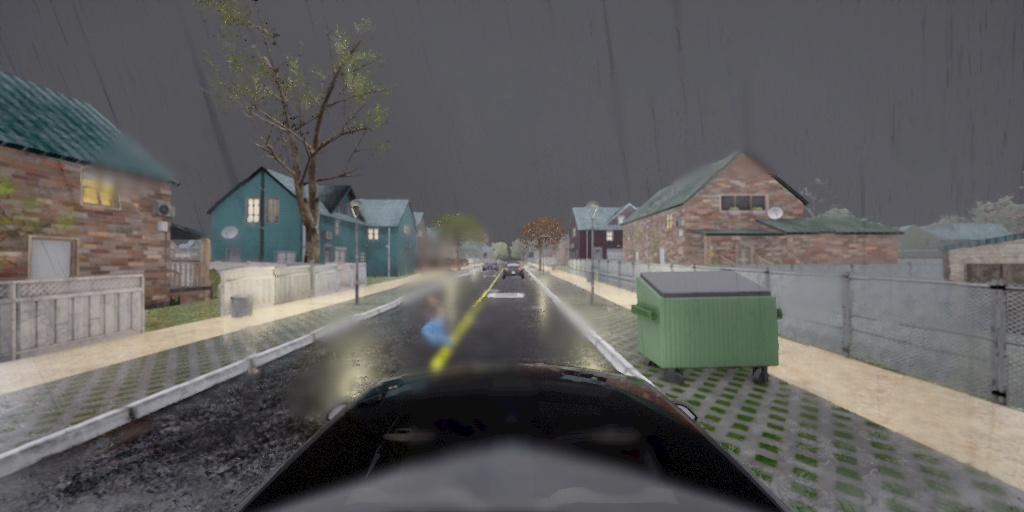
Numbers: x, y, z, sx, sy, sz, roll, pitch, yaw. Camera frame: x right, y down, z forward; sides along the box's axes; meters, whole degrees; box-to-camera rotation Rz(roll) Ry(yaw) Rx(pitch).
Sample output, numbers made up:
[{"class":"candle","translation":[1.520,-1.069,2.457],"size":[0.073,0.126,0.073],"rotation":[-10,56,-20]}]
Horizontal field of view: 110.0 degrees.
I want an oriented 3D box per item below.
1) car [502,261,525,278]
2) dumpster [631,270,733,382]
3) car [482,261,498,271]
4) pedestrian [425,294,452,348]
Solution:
[{"class":"car","translation":[0.118,1.245,32.839],"size":[1.812,1.442,4.674],"rotation":[0,0,0]},{"class":"dumpster","translation":[3.013,1.136,6.744],"size":[1.020,1.700,1.940],"rotation":[0,0,0]},{"class":"car","translation":[-2.804,1.293,46.904],"size":[1.994,1.385,4.181],"rotation":[0,0,0]},{"class":"pedestrian","translation":[-1.555,1.313,7.621],"size":[0.375,1.300,0.375],"rotation":[1,-1,-2]}]
